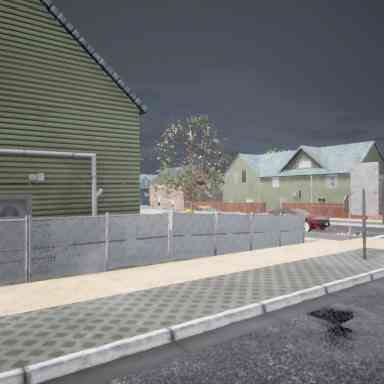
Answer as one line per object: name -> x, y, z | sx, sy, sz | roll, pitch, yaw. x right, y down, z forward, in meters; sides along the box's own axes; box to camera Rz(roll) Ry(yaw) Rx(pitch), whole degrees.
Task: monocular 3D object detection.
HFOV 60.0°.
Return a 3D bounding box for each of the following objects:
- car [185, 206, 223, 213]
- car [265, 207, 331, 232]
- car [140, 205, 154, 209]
car -> 1.299, 2.037, 30.799 | 1.882, 1.535, 5.008 | -1, -1, -36
car -> 6.970, 1.806, 22.857 | 1.882, 1.535, 5.008 | -1, -1, -36
car -> -5.748, 2.372, 40.665 | 1.812, 1.442, 4.674 | -1, -1, -35
